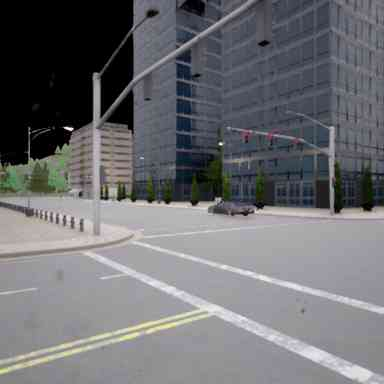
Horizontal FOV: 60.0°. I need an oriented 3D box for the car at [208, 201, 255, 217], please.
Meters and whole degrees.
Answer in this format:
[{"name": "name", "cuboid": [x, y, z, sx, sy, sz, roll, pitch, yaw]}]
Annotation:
[{"name": "car", "cuboid": [3.503, 1.499, 30.616, 2.033, 1.411, 5.357, 0, 0, -28]}]
